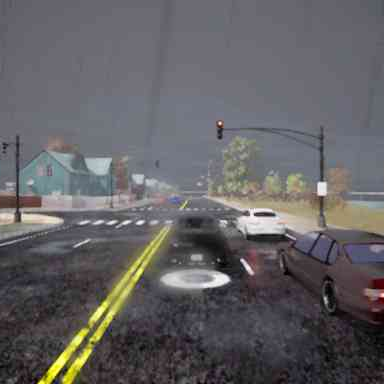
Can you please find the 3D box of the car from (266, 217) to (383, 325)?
[{"bbox_3d":[3.374,1.545,7.411,2.033,1.411,5.357,0,0,-1],"label":"car"}]

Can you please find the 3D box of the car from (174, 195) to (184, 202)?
[{"bbox_3d":[-2.987,1.582,78.104,2.128,1.511,4.902,0,0,0],"label":"car"}]

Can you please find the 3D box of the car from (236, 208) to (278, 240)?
[{"bbox_3d":[3.407,1.522,16.962,1.812,1.442,4.674,0,0,0],"label":"car"}]

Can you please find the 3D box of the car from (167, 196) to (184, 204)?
[{"bbox_3d":[-3.065,1.509,62.621,1.882,1.535,5.008,0,0,1],"label":"car"}]

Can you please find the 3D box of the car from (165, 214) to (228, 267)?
[{"bbox_3d":[0.138,1.502,11.316,1.837,1.490,4.892,0,0,0],"label":"car"}]

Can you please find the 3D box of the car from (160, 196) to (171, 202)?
[{"bbox_3d":[-6.237,1.597,78.170,2.033,1.411,5.357,0,0,0],"label":"car"}]

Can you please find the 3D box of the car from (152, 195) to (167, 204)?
[{"bbox_3d":[-6.314,1.384,62.733,2.097,1.767,4.553,0,0,1],"label":"car"}]
